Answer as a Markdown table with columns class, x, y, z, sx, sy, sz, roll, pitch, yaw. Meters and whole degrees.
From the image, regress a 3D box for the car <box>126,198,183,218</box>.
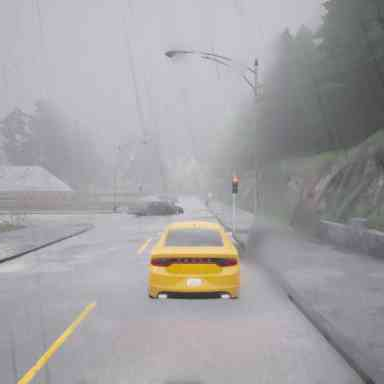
| class | x | y | z | sx | sy | sz | roll | pitch | yaw |
| --- | --- | --- | --- | --- | --- | --- | --- | --- | --- |
| car | -3.292 | 1.547 | 30.190 | 5.357 | 1.411 | 2.033 | 0 | 0 | -41 |

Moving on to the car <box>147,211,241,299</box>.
| class | x | y | z | sx | sy | sz | roll | pitch | yaw |
| --- | --- | --- | --- | --- | --- | --- | --- | --- | --- |
| car | 0.061 | 1.478 | 8.490 | 1.882 | 1.535 | 5.008 | 0 | 0 | 1 |

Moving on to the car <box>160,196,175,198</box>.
| class | x | y | z | sx | sy | sz | roll | pitch | yaw |
| --- | --- | --- | --- | --- | --- | --- | --- | --- | --- |
| car | -4.047 | 1.352 | 49.457 | 2.097 | 1.767 | 4.553 | 0 | 0 | 0 |

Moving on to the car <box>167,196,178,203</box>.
| class | x | y | z | sx | sy | sz | roll | pitch | yaw |
| --- | --- | --- | --- | --- | --- | --- | --- | --- | --- |
| car | -3.938 | 1.564 | 68.785 | 1.994 | 1.385 | 4.181 | 0 | 0 | 1 |
